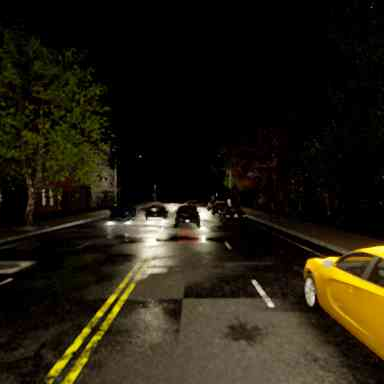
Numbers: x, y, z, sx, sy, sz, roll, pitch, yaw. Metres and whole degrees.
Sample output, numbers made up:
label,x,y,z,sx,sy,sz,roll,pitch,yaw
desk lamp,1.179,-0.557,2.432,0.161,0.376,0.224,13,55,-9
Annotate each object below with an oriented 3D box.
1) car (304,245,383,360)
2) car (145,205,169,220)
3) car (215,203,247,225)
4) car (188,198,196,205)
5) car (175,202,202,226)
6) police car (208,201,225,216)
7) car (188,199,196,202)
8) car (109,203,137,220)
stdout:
label,x,y,z,sx,sy,sz,roll,pitch,yaw
car,3.250,1.535,4.986,1.882,1.535,5.008,0,-1,0
car,-3.350,1.925,32.319,1.994,1.385,4.181,0,-1,0
car,3.249,1.849,26.985,2.033,1.411,5.357,0,-1,0
car,-0.005,2.361,81.689,1.882,1.535,5.008,0,-1,0
car,-0.304,1.797,25.948,1.837,1.490,4.892,0,0,1
police car,3.248,1.851,38.096,1.930,1.638,5.238,0,-1,0
car,-0.004,2.285,71.333,1.837,1.490,4.892,0,-1,0
car,-6.600,1.838,32.240,1.882,1.535,5.008,0,-1,0
